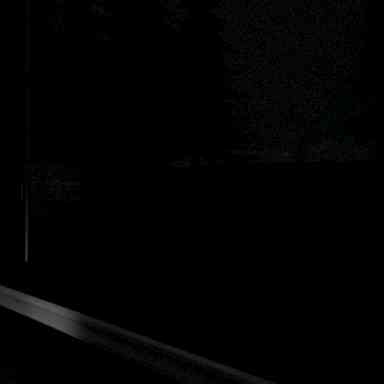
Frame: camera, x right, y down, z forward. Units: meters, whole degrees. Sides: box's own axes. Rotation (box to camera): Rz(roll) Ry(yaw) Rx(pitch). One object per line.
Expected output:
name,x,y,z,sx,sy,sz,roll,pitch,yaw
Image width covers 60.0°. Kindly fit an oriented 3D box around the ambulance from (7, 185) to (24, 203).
ambulance,-20.675,0.403,38.667,2.351,2.431,6.366,1,0,35
